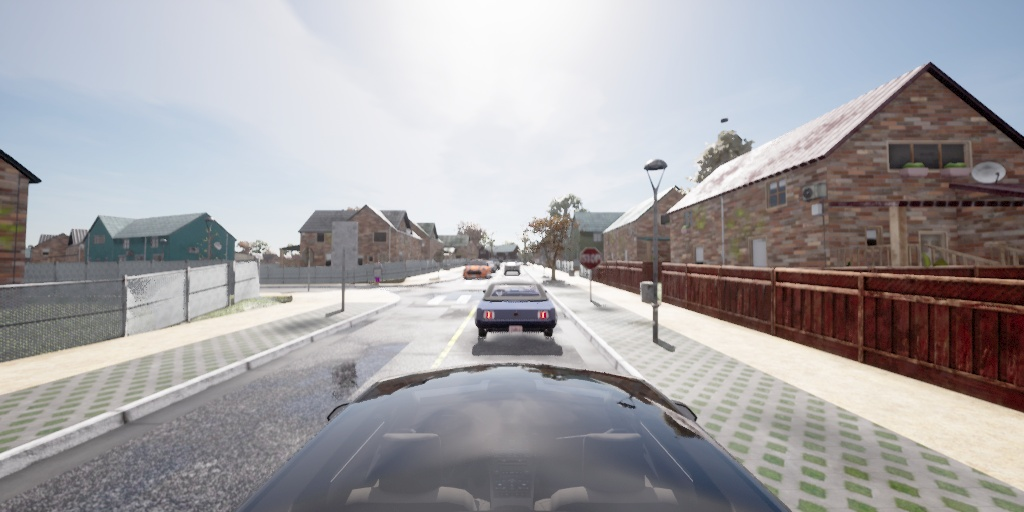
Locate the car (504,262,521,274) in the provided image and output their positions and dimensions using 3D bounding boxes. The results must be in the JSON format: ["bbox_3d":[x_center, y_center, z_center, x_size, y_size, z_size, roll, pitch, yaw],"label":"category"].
[{"bbox_3d":[0.033,1.355,42.146,2.033,1.411,5.357,0,0,0],"label":"car"}]

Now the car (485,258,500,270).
[{"bbox_3d":[-2.912,1.210,55.435,2.097,1.767,4.553,0,0,0],"label":"car"}]

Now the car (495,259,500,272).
[{"bbox_3d":[-2.919,1.364,44.972,2.033,1.411,5.357,0,0,0],"label":"car"}]

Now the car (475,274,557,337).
[{"bbox_3d":[0.085,1.352,10.231,1.895,1.301,4.718,0,0,0],"label":"car"}]

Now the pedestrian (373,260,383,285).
[{"bbox_3d":[-9.955,1.196,26.540,0.375,1.860,0.375,0,-2,5],"label":"pedestrian"}]

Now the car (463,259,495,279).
[{"bbox_3d":[-3.057,1.136,32.329,2.097,1.767,4.553,0,0,3],"label":"car"}]
